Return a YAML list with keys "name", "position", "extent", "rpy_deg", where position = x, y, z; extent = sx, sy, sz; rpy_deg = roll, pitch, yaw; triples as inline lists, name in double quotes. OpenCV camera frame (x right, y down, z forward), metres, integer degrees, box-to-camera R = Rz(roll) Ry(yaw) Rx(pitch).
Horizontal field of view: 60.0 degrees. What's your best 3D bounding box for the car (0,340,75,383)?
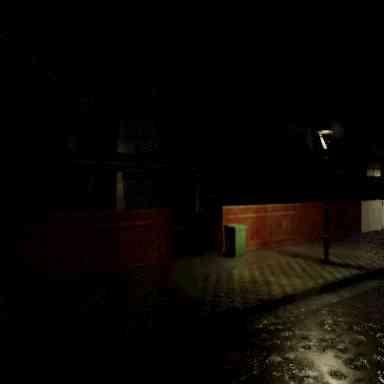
- name: "car"
  position: [-2.733, 1.613, 1.124]
  extent: [4.718, 1.301, 1.895]
  rpy_deg: [0, 0, -35]
